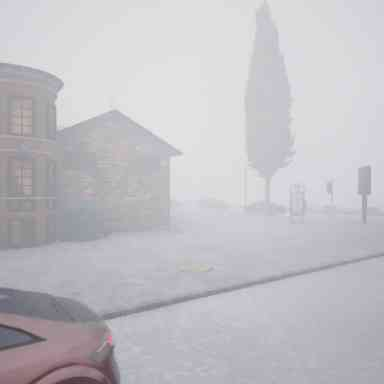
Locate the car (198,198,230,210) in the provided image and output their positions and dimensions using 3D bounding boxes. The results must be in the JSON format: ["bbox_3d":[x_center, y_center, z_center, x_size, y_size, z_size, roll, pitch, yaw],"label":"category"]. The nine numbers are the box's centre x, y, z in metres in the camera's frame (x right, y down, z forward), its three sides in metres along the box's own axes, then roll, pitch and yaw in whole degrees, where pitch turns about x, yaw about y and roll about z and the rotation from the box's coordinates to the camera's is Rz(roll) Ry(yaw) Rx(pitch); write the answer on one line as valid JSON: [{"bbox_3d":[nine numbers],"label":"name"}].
[{"bbox_3d":[2.769,1.491,42.461,2.128,1.511,4.902,0,0,-35],"label":"car"}]

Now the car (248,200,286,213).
[{"bbox_3d":[7.851,1.564,35.343,1.994,1.385,4.181,0,0,-36],"label":"car"}]

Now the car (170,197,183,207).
[{"bbox_3d":[-3.196,1.526,50.835,1.812,1.442,4.674,0,0,-35],"label":"car"}]

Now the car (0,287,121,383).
[{"bbox_3d":[-2.726,1.564,2.662,4.181,1.385,1.994,0,0,-36],"label":"car"}]
